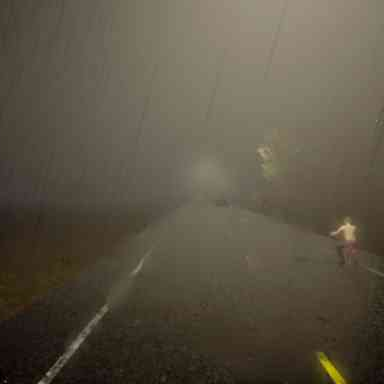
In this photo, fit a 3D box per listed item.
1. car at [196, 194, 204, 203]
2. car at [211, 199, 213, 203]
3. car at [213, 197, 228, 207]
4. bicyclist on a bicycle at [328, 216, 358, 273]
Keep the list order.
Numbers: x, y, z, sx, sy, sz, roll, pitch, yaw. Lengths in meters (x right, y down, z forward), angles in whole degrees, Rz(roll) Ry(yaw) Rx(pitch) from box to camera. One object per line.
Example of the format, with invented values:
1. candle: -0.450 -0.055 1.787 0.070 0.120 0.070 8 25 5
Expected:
1. car: 1.858 1.652 77.238 1.882 1.535 5.008 1 0 1
2. car: 5.234 1.773 72.253 1.994 1.385 4.181 1 0 1
3. car: 4.902 1.659 54.770 1.882 1.535 5.008 1 0 1
4. bicyclist on a bicycle: 4.620 1.531 10.034 0.866 1.612 1.509 1 0 2
